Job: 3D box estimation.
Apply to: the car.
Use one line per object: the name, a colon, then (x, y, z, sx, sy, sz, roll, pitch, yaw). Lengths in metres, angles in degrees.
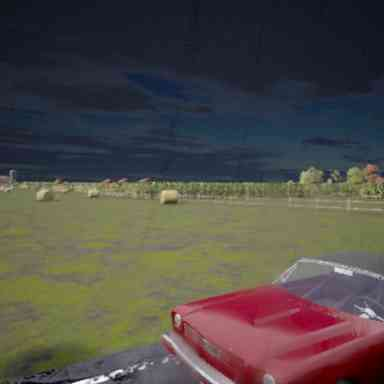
car: (2.038, 1.561, 4.320, 4.718, 1.301, 1.895, 0, 1, -32)
